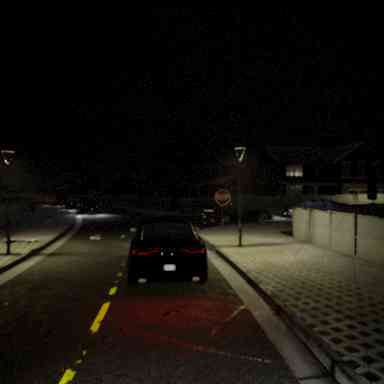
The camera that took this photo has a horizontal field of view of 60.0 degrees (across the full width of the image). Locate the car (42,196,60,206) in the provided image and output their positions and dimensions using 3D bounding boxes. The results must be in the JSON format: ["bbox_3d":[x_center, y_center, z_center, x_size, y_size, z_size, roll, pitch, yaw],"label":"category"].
[{"bbox_3d":[-23.337,1.416,54.992,1.882,1.535,5.008,0,0,-39],"label":"car"}]

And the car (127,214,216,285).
[{"bbox_3d":[-0.757,1.463,9.518,1.882,1.535,5.008,0,0,-7],"label":"car"}]

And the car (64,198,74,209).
[{"bbox_3d":[-15.430,1.458,43.593,1.812,1.442,4.674,0,0,-31],"label":"car"}]

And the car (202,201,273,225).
[{"bbox_3d":[3.069,1.356,22.257,4.902,1.511,2.128,-1,0,-22],"label":"car"}]

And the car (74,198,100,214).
[{"bbox_3d":[-10.861,1.446,34.812,1.837,1.490,4.892,0,0,-25],"label":"car"}]

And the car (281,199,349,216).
[{"bbox_3d":[10.028,1.281,26.856,5.357,1.411,2.033,-1,1,-10],"label":"car"}]
